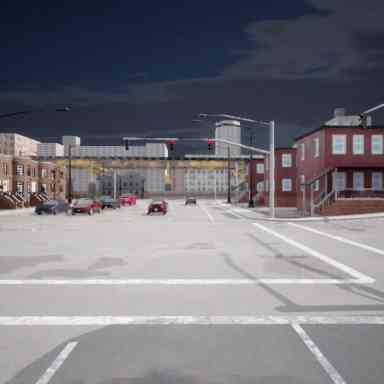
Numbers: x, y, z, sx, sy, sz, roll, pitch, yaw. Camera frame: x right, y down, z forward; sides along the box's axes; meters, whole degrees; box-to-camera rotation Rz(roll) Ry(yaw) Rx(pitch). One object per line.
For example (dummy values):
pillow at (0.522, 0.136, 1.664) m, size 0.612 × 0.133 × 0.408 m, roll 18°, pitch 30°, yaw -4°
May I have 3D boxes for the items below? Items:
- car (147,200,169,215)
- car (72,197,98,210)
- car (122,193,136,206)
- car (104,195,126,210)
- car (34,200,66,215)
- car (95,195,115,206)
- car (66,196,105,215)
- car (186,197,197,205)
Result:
car at (-3.478, 1.526, 34.425) m, size 1.812 × 1.442 × 4.674 m, roll 0°, pitch 0°, yaw 0°
car at (-14.211, 1.478, 44.341) m, size 1.882 × 1.535 × 5.008 m, roll 0°, pitch 0°, yaw 0°
car at (-10.722, 1.221, 55.060) m, size 2.150 × 2.045 × 5.566 m, roll 0°, pitch 0°, yaw 1°
car at (-10.709, 1.547, 44.363) m, size 2.033 × 1.411 × 5.357 m, roll 0°, pitch 0°, yaw 0°
car at (-14.188, 1.547, 34.300) m, size 2.033 × 1.411 × 5.357 m, roll 0°, pitch 0°, yaw 0°
car at (-14.228, 1.352, 54.613) m, size 2.097 × 1.767 × 4.553 m, roll 0°, pitch 0°, yaw 0°
car at (-10.685, 1.478, 33.884) m, size 1.882 × 1.535 × 5.008 m, roll 0°, pitch 0°, yaw 0°
car at (-0.168, 1.526, 58.619) m, size 1.812 × 1.442 × 4.674 m, roll 0°, pitch 0°, yaw 0°
